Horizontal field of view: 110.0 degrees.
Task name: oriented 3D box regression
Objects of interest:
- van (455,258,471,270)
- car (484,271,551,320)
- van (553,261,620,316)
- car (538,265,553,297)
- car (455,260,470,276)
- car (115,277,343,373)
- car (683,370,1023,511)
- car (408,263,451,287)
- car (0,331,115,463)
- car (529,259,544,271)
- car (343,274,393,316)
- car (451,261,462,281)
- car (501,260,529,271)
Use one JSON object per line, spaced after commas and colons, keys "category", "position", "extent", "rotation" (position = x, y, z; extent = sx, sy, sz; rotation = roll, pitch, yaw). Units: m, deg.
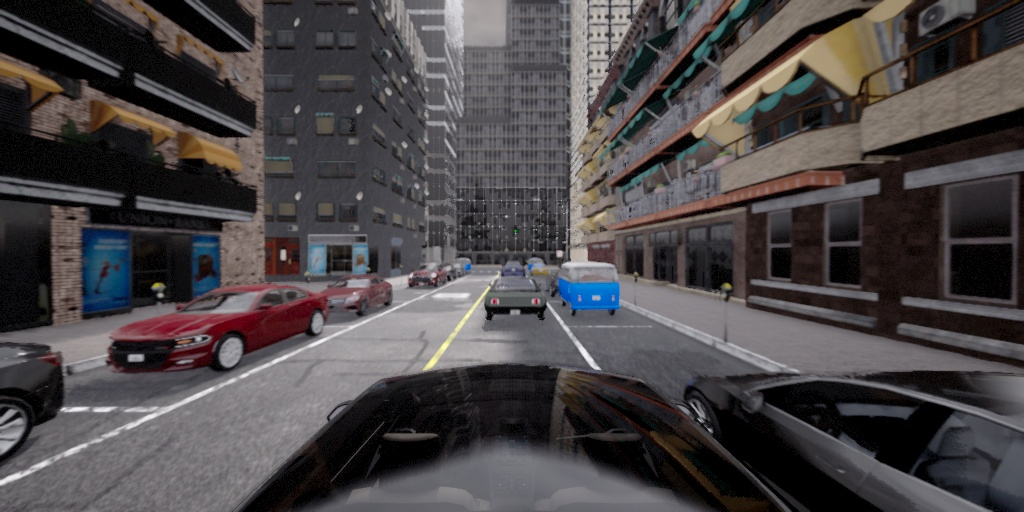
{"category": "van", "position": [-5.674, 1.166, 41.289], "extent": [1.690, 1.789, 3.998], "rotation": [0, 0, 0]}
{"category": "car", "position": [0.104, 1.371, 12.753], "extent": [1.895, 1.301, 4.718], "rotation": [0, 0, 0]}
{"category": "van", "position": [2.694, 1.112, 13.248], "extent": [1.690, 1.789, 3.998], "rotation": [0, 0, 0]}
{"category": "car", "position": [2.697, 1.332, 18.850], "extent": [2.007, 1.370, 4.403], "rotation": [0, 0, 0]}
{"category": "car", "position": [-5.677, 1.364, 35.688], "extent": [2.007, 1.370, 4.403], "rotation": [0, 0, 0]}
{"category": "car", "position": [-5.689, 1.306, 7.678], "extent": [1.888, 1.381, 4.507], "rotation": [0, 0, 0]}
{"category": "car", "position": [2.689, 1.316, 2.043], "extent": [1.948, 1.339, 4.313], "rotation": [0, 0, 0]}
{"category": "car", "position": [-5.682, 1.232, 24.484], "extent": [1.967, 1.591, 4.097], "rotation": [0, 0, 0]}
{"category": "car", "position": [-5.692, 1.317, 2.076], "extent": [1.948, 1.339, 4.313], "rotation": [0, 0, 0]}
{"category": "car", "position": [2.704, 1.339, 35.825], "extent": [1.751, 1.417, 4.829], "rotation": [0, 0, 0]}
{"category": "car", "position": [-5.686, 1.353, 13.280], "extent": [1.802, 1.307, 4.207], "rotation": [0, 0, 0]}
{"category": "car", "position": [-5.679, 1.369, 30.085], "extent": [1.948, 1.339, 4.313], "rotation": [0, 0, 0]}
{"category": "car", "position": [0.114, 1.159, 31.877], "extent": [2.097, 1.767, 4.553], "rotation": [0, 0, 0]}
